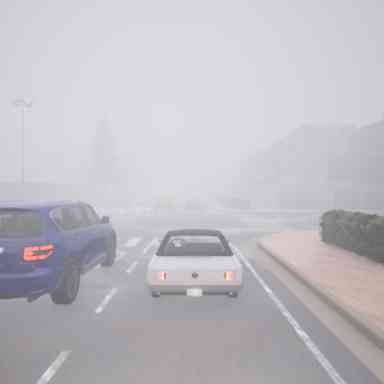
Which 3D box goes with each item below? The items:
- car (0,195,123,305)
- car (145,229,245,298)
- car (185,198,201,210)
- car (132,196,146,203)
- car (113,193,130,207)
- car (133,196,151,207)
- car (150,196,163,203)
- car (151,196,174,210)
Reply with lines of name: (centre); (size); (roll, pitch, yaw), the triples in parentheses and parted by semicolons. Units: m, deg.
car: (-3.443, 1.206, 8.200); (2.150, 2.045, 5.566); (0, 0, 0)
car: (0.057, 1.585, 8.441); (1.895, 1.301, 4.718); (0, 0, 0)
car: (0.142, 1.486, 41.910); (1.994, 1.385, 4.181); (0, 0, 0)
car: (-10.325, 1.481, 65.286); (1.895, 1.301, 4.718); (0, 0, 1)
car: (-10.489, 1.132, 48.403); (2.150, 2.045, 5.566); (0, 0, 0)
car: (-6.999, 1.437, 48.202); (1.812, 1.442, 4.674); (0, 0, 1)
car: (-6.838, 1.482, 64.281); (1.895, 1.301, 4.718); (0, 0, 1)
car: (-3.364, 1.276, 41.011); (2.097, 1.767, 4.553); (0, 0, 0)
